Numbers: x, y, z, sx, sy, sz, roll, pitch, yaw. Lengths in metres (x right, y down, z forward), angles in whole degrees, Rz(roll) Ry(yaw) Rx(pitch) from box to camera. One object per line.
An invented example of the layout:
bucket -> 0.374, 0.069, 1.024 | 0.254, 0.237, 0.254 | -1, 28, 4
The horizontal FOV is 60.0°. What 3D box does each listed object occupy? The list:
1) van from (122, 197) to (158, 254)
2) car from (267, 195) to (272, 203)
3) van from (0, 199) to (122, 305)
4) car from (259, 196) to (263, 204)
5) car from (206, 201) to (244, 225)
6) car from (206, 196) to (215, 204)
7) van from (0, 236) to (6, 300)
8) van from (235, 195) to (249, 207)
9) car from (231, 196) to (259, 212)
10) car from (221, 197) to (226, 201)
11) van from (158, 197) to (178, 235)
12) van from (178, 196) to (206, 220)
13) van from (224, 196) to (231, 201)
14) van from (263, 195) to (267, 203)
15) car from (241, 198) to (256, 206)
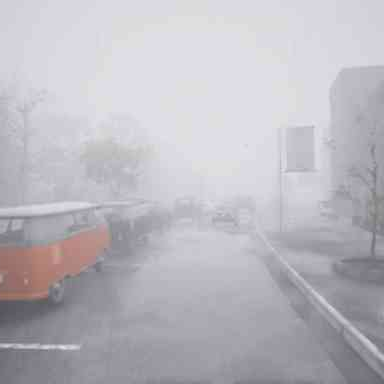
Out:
van -> -2.896, 1.296, 13.703 | 1.878, 1.987, 4.442 | -2, 0, 5
car -> 19.325, 2.172, 87.908 | 2.002, 1.452, 4.674 | -1, -1, 21
van -> -3.368, 1.269, 8.132 | 1.878, 1.987, 4.442 | -2, 0, 4
car -> 13.456, 2.000, 72.321 | 2.231, 1.521, 4.892 | -1, 0, 19
car -> 2.584, 1.656, 24.798 | 2.033, 1.411, 5.357 | 0, -1, 10
car -> 0.991, 1.455, 35.611 | 2.435, 2.045, 5.566 | -1, 0, 12
van -> -3.649, 1.252, 2.544 | 1.878, 1.987, 4.442 | -2, 1, -1
van -> 9.219, 1.693, 61.071 | 1.878, 1.987, 4.442 | -1, 0, 18
car -> 6.868, 1.481, 42.327 | 2.150, 2.045, 5.566 | -1, -1, 17
car -> 2.461, 1.797, 40.973 | 2.002, 1.452, 4.674 | -1, 0, 16
van -> -2.243, 1.331, 19.245 | 1.878, 1.987, 4.442 | -2, 0, 6
van -> -0.272, 1.427, 30.255 | 1.878, 1.987, 4.442 | -2, 0, 11
van -> 5.856, 1.621, 51.704 | 1.878, 1.987, 4.442 | -1, 0, 18
van -> 15.462, 1.834, 77.642 | 1.878, 1.987, 4.442 | -1, -1, 23
car -> 11.514, 1.993, 67.163 | 2.163, 1.488, 4.792 | -1, 0, 19
